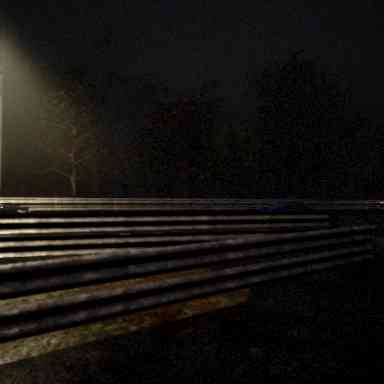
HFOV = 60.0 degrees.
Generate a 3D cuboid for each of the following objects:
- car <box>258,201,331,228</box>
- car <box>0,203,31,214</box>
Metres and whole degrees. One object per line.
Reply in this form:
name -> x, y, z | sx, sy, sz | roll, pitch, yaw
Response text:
car -> 6.106, 1.284, 19.809 | 4.674, 1.442, 1.812 | 1, 0, -19
car -> -11.151, 1.018, 17.459 | 4.902, 1.511, 2.128 | 1, 0, -19
